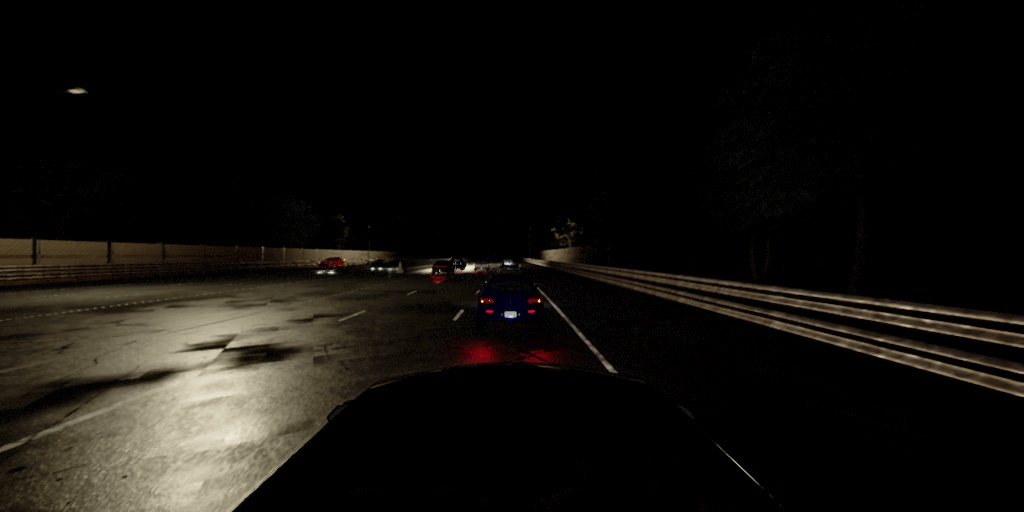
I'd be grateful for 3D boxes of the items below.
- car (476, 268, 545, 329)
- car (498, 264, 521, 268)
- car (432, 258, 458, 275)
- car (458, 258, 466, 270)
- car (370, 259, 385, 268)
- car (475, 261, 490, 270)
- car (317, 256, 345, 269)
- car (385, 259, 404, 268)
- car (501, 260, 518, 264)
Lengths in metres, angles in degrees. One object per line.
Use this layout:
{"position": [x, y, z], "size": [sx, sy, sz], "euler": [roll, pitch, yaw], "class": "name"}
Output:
{"position": [-0.047, 1.262, 11.079], "size": [1.812, 1.442, 4.674], "euler": [0, 0, 0], "class": "car"}
{"position": [-0.153, 1.329, 21.657], "size": [1.895, 1.301, 4.718], "euler": [0, 0, -1], "class": "car"}
{"position": [-7.355, 1.217, 38.639], "size": [1.837, 1.490, 4.892], "euler": [0, 0, -1], "class": "car"}
{"position": [-7.587, 1.058, 49.741], "size": [2.097, 1.767, 4.553], "euler": [0, 0, -1], "class": "car"}
{"position": [-21.926, 1.238, 60.225], "size": [2.033, 1.411, 5.357], "euler": [0, 0, -1], "class": "car"}
{"position": [-4.092, 1.308, 50.041], "size": [1.895, 1.301, 4.718], "euler": [0, 0, -1], "class": "car"}
{"position": [-25.312, 0.929, 50.357], "size": [2.097, 1.767, 4.553], "euler": [-1, 0, -1], "class": "car"}
{"position": [-18.401, 1.219, 57.930], "size": [1.812, 1.442, 4.674], "euler": [0, 0, -1], "class": "car"}
{"position": [-0.210, 1.213, 31.356], "size": [2.128, 1.511, 4.902], "euler": [0, 0, -1], "class": "car"}
